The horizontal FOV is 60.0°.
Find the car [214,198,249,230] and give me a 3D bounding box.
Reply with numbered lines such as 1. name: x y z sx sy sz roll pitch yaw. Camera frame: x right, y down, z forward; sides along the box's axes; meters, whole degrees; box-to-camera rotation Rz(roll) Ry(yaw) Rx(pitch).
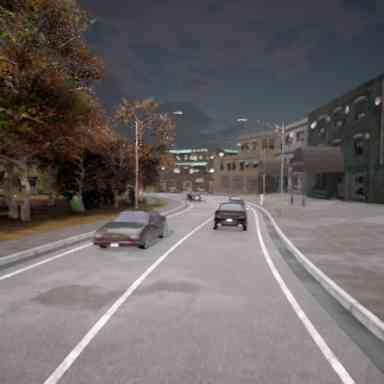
1. car: 2.474 1.377 20.701 1.882 1.535 5.008 1 1 10

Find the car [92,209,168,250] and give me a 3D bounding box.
1. car: -2.351 1.456 14.298 2.033 1.411 5.357 1 0 8

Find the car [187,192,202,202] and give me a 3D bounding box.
1. car: 0.367 0.792 55.117 2.128 1.511 4.902 0 1 -12

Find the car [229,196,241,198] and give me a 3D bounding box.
1. car: 5.042 1.176 38.966 1.812 1.442 4.674 1 1 4
